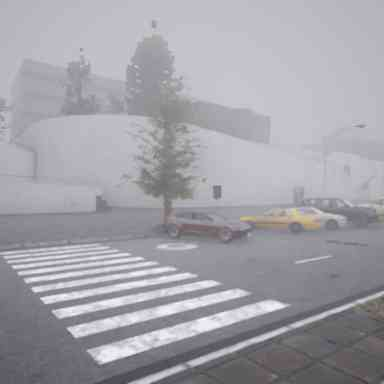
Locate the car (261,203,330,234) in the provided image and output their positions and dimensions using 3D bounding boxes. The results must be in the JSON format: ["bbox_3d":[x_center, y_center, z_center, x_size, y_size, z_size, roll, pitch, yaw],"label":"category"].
[{"bbox_3d":[5.427,1.681,20.842,5.366,1.575,1.946,-1,-1,34],"label":"car"}]

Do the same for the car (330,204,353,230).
[{"bbox_3d":[8.010,1.729,22.514,4.674,1.452,2.002,-1,-2,34],"label":"car"}]

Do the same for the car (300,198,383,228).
[{"bbox_3d":[10.466,1.445,24.272,5.566,2.045,2.435,-1,-2,34],"label":"car"}]

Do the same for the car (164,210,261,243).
[{"bbox_3d":[0.754,1.683,17.196,4.792,1.488,2.163,-1,-2,34],"label":"car"}]
